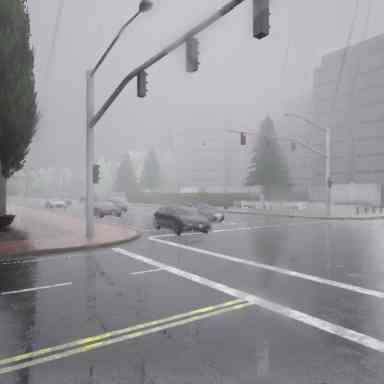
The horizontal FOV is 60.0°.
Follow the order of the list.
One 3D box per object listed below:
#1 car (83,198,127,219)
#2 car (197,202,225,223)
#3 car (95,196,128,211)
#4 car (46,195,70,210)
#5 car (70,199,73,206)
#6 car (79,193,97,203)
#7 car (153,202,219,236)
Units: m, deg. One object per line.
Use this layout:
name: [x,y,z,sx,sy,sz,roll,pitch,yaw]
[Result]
car: [-7.869,1.526,29.618,1.812,1.442,4.674,0,0,-36]
car: [0.319,1.492,24.376,2.128,1.511,4.902,0,0,-38]
car: [-8.776,1.499,36.885,1.837,1.490,4.892,0,2,-36]
car: [-17.847,1.525,43.529,1.812,1.442,4.674,0,0,-35]
car: [-20.995,1.351,54.029,2.097,1.767,4.553,0,0,-35]
car: [-20.389,1.221,65.395,2.150,2.045,5.566,0,0,-36]
car: [-0.682,1.506,18.863,1.837,1.490,4.892,1,-1,-28]
